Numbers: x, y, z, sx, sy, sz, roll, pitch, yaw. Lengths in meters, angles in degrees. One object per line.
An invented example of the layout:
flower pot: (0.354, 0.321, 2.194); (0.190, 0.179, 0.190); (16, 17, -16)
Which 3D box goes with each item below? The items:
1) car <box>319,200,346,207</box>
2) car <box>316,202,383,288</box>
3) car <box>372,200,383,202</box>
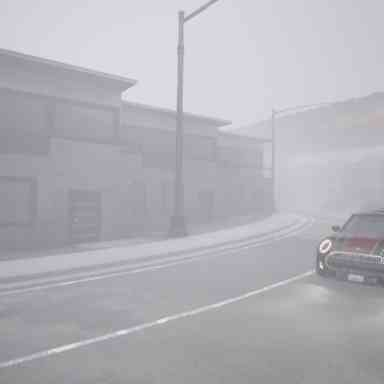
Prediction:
car: (19.346, 1.842, 45.754); (1.837, 1.490, 4.892); (1, -1, -8)
car: (5.139, 1.338, 9.207); (2.097, 1.767, 4.553); (0, 0, 40)
car: (13.879, 1.431, 22.638); (1.882, 1.535, 5.008); (1, 0, 21)
